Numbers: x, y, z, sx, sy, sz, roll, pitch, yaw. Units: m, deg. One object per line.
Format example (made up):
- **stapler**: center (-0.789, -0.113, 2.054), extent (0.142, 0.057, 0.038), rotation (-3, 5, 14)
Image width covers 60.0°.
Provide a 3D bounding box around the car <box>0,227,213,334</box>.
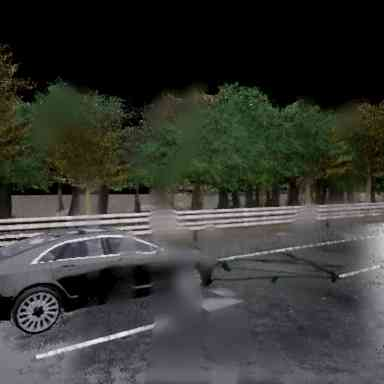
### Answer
- **car**: center (-1.783, 1.482, 6.753), extent (4.902, 1.511, 2.128), rotation (0, 0, -35)
